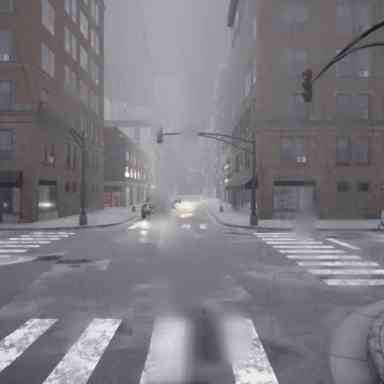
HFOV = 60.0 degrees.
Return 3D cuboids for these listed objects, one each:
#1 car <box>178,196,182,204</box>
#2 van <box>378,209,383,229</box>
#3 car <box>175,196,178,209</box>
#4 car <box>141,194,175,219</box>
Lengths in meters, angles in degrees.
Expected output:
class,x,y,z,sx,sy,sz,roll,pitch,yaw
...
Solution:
class,x,y,z,sx,sy,sz,roll,pitch,yaw
car,-2.978,1.503,62.866,1.882,1.535,5.008,0,0,0
van,12.064,1.358,17.445,3.998,1.788,1.690,0,0,0
car,-3.077,1.547,42.288,1.812,1.442,4.674,0,1,0
car,-3.072,1.236,29.835,2.150,2.045,5.566,0,0,2
